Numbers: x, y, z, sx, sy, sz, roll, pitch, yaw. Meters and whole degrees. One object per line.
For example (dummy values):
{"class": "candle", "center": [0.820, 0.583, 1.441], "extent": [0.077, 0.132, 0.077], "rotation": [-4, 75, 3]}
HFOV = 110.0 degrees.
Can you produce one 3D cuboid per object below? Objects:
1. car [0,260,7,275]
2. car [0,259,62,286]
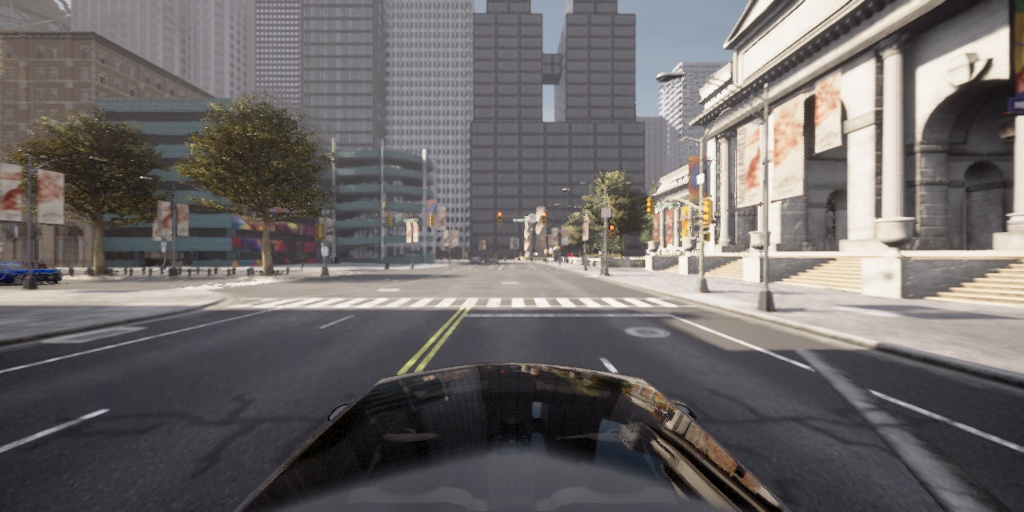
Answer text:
{"class": "car", "center": [-53.796, 1.134, 35.407], "extent": [4.902, 1.511, 2.128], "rotation": [0, 0, 0]}
{"class": "car", "center": [-33.226, 1.157, 23.898], "extent": [5.008, 1.535, 1.882], "rotation": [0, 0, 0]}
